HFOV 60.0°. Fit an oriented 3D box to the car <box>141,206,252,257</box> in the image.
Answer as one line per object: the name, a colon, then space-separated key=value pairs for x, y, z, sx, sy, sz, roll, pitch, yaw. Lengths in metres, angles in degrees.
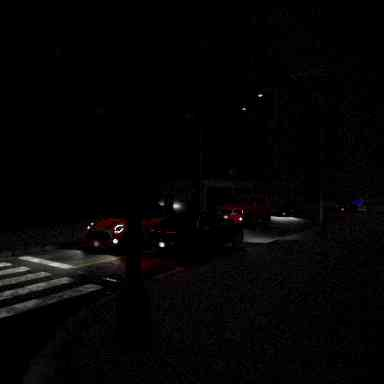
car: x=0.370 y=1.510 z=13.133 sx=1.837 sy=1.490 sz=4.892 roll=0 pitch=0 yaw=35

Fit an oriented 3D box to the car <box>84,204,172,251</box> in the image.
car: x=-2.309 y=1.345 z=14.217 sx=2.097 sy=1.767 sz=4.553 roll=0 pitch=0 yaw=34

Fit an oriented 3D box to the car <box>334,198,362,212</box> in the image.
car: x=17.831 y=1.606 z=38.350 sx=1.895 sy=1.301 sz=4.718 roll=0 pitch=0 yaw=35

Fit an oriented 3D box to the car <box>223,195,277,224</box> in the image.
car: x=3.664 y=1.214 z=22.923 sx=2.150 sy=2.045 sz=5.566 roll=0 pitch=0 yaw=35

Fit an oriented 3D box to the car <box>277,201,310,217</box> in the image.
car: x=9.644 y=1.539 z=31.577 sx=2.033 sy=1.411 sz=5.357 roll=0 pitch=0 yaw=35

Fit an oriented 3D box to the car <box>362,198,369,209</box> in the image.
car: x=23.574 y=1.537 z=46.751 sx=1.812 sy=1.442 sz=4.674 roll=0 pitch=0 yaw=35
